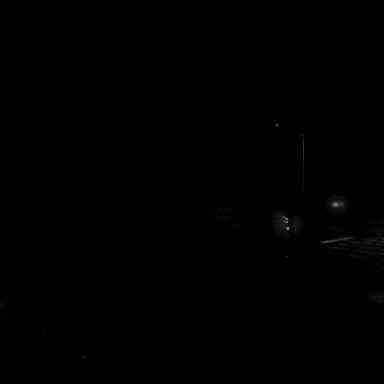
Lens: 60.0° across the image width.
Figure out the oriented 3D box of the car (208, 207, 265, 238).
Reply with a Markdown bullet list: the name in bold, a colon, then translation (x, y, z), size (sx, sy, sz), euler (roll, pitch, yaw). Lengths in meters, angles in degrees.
- **car**: translation (1.836, 1.771, 18.998), size (1.802, 1.307, 4.206), euler (-1, 0, -35)

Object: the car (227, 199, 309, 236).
- **car**: translation (4.569, 1.510, 19.728), size (2.097, 1.767, 4.553), euler (-1, 0, -35)

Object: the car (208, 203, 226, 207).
- **car**: translation (2.335, 1.792, 33.049), size (1.752, 1.417, 4.829), euler (-1, 0, -35)
